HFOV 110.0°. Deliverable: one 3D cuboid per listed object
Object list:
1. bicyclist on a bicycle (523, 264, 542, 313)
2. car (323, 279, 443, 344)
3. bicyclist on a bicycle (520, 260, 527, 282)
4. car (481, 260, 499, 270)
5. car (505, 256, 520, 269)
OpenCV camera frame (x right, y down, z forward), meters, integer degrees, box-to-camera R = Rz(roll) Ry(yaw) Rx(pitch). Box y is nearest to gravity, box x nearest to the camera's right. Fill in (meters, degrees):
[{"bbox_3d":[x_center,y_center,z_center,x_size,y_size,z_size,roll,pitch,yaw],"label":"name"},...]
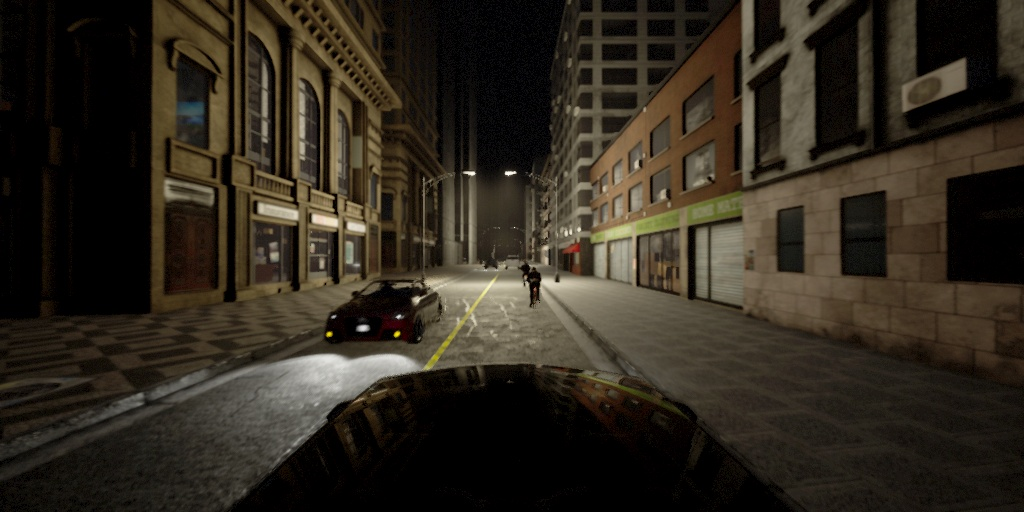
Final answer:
[{"bbox_3d":[0.828,1.203,13.086,0.582,1.620,1.656,0,0,0],"label":"bicyclist on a bicycle"},{"bbox_3d":[-3.098,1.314,9.441,1.994,1.385,4.181,0,0,0],"label":"car"},{"bbox_3d":[0.830,1.117,22.694,0.659,1.776,1.843,0,0,0],"label":"bicyclist on a bicycle"},{"bbox_3d":[-3.053,1.263,52.971,1.812,1.442,4.674,0,0,0],"label":"car"},{"bbox_3d":[0.096,0.961,55.403,2.150,2.045,5.566,0,0,0],"label":"car"}]
